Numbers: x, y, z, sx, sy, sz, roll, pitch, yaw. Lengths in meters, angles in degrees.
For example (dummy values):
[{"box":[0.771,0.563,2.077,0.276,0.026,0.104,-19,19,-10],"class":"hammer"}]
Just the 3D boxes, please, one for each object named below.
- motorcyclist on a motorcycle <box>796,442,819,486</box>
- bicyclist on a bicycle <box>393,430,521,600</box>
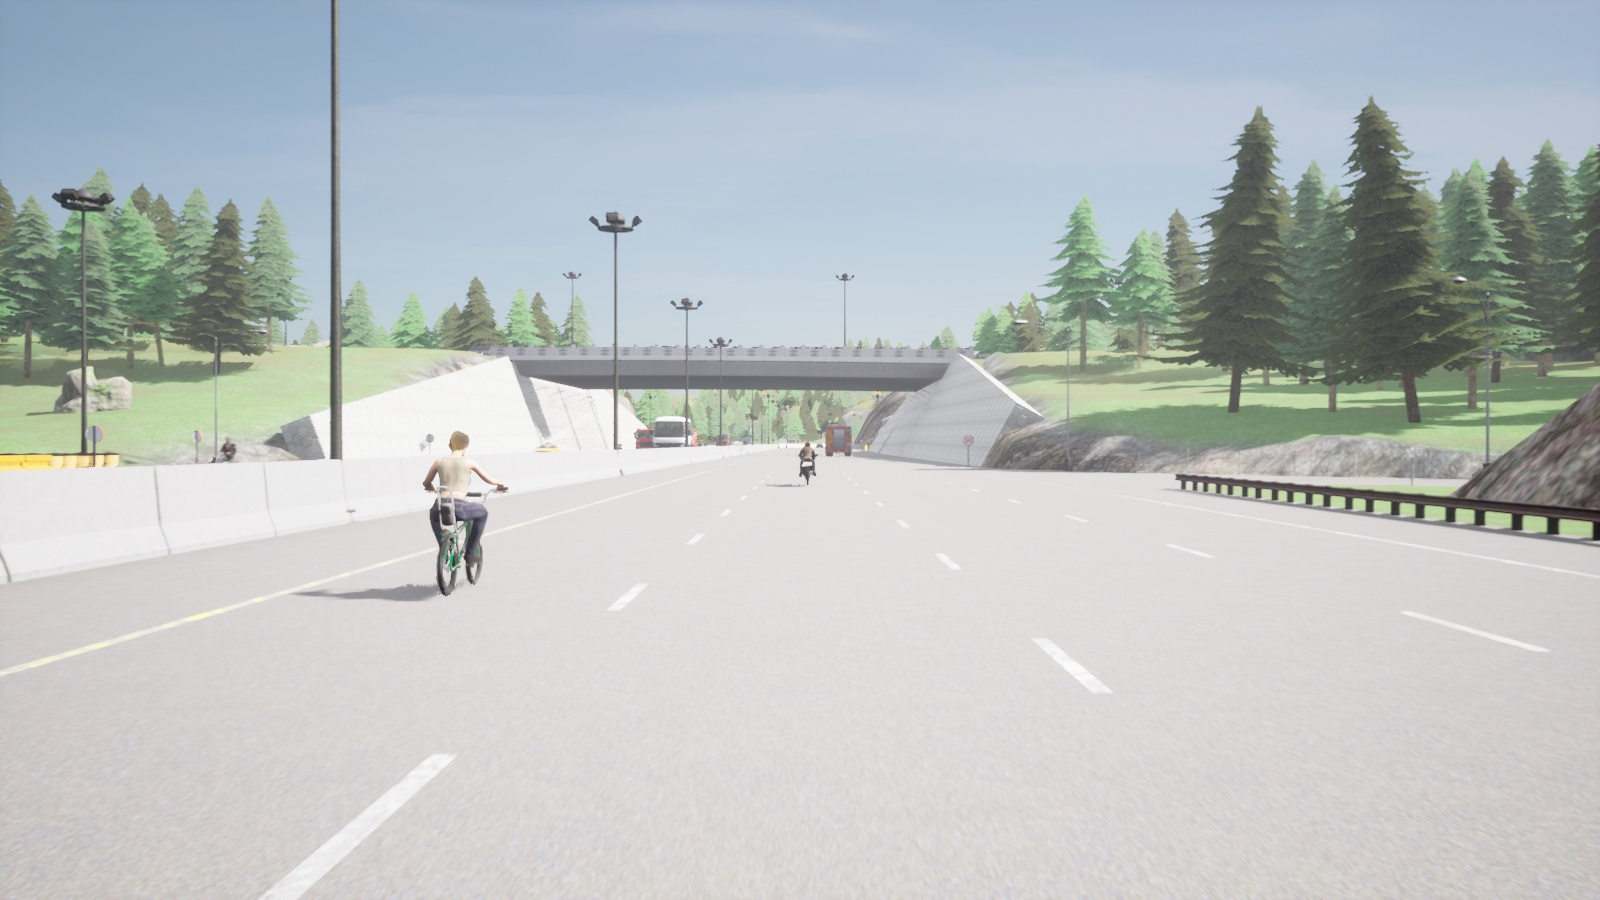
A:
[{"box":[0.266,0.481,44.056,0.797,1.523,2.044,0,0,0],"class":"motorcyclist on a motorcycle"},{"box":[-3.418,0.609,12.651,0.866,1.612,1.509,0,0,1],"class":"bicyclist on a bicycle"}]
